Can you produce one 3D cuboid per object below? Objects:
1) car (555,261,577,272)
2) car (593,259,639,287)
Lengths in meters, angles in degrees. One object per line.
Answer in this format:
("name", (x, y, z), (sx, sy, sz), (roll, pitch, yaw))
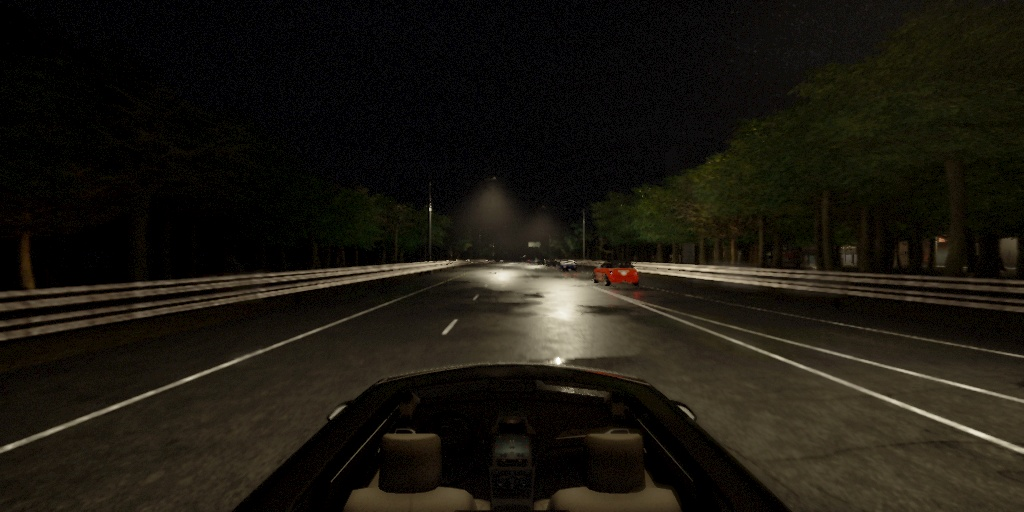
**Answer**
("car", (7.025, 1.364, 45.810), (1.895, 1.301, 4.718), (0, 0, 0))
("car", (7.052, 1.105, 24.812), (2.097, 1.767, 4.553), (0, 0, -1))
